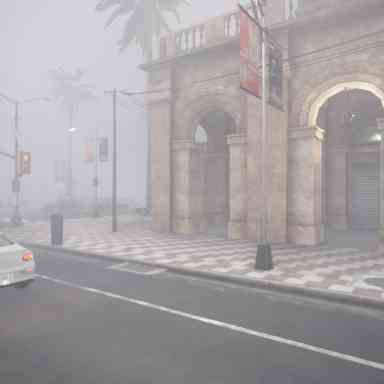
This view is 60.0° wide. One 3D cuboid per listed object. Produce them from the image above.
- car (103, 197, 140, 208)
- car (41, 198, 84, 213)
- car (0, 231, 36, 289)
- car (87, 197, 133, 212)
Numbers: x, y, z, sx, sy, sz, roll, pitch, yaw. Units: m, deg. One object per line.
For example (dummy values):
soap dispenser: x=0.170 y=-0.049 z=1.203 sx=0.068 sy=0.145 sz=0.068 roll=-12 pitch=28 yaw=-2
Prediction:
car: x=-9.447 y=1.625 z=45.831 sx=1.895 sy=1.301 sz=4.718 roll=0 pitch=0 yaw=36
car: x=-14.843 y=1.529 z=38.294 sx=1.837 sy=1.490 sz=4.892 roll=0 pitch=0 yaw=36
car: x=-5.548 y=1.532 z=7.911 sx=4.674 sy=1.442 sz=1.812 roll=0 pitch=0 yaw=36
car: x=-9.671 y=1.622 z=39.154 sx=1.895 sy=1.301 sz=4.718 roll=0 pitch=0 yaw=36
